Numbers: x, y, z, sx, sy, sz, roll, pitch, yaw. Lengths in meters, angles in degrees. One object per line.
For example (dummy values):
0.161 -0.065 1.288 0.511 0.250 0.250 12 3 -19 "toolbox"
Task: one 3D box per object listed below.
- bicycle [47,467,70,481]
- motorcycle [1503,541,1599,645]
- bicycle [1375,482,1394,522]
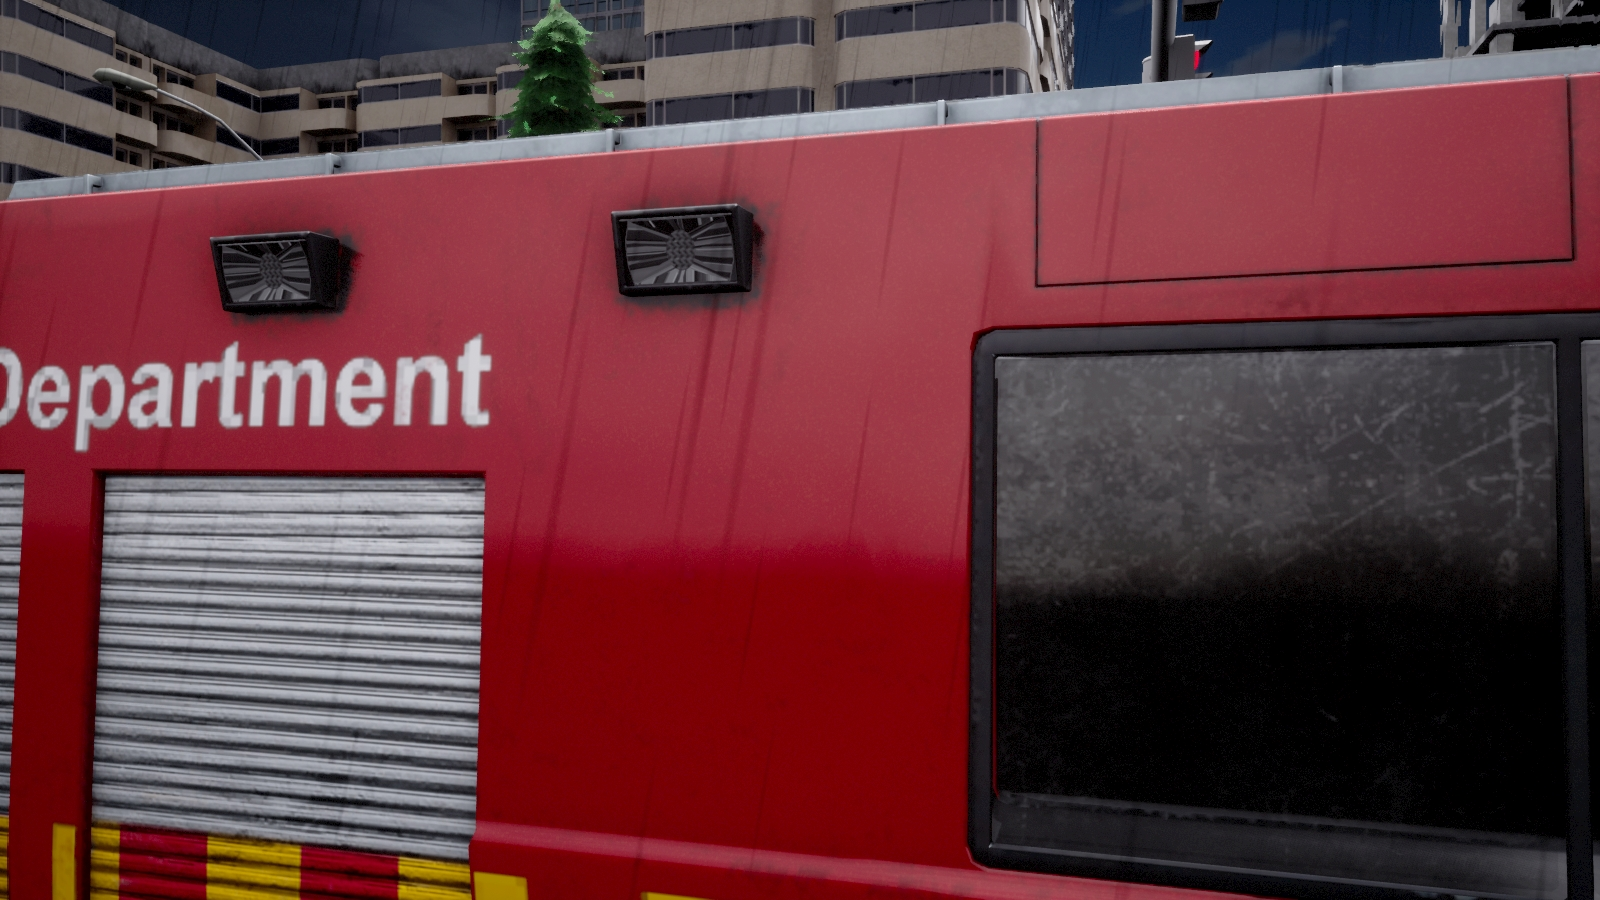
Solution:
-65.142 2.102 100.377 1.487 1.276 0.859 0 0 15 "bicycle"
11.678 2.155 17.664 0.764 1.307 2.356 0 0 16 "motorcycle"
23.302 2.056 45.562 0.373 1.496 1.643 0 0 16 "bicycle"
